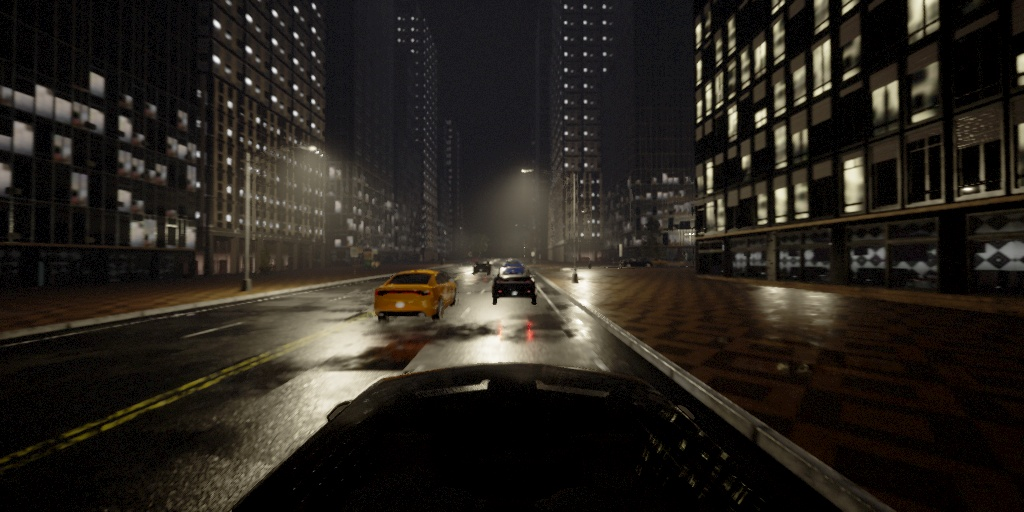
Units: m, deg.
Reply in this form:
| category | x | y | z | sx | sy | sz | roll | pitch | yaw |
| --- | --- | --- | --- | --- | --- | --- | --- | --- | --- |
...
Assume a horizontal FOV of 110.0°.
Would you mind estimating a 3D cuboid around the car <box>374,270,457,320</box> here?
| category | x | y | z | sx | sy | sz | roll | pitch | yaw |
| --- | --- | --- | --- | --- | --- | --- | --- | --- | --- |
| car | -3.153 | 1.222 | 12.588 | 1.882 | 1.535 | 5.008 | 0 | 0 | 0 |

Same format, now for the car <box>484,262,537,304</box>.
| category | x | y | z | sx | sy | sz | roll | pitch | yaw |
| --- | --- | --- | --- | --- | --- | --- | --- | --- | --- |
| car | 0.097 | 1.223 | 16.151 | 2.128 | 1.511 | 4.902 | 0 | 0 | 0 |

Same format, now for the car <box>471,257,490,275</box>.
| category | x | y | z | sx | sy | sz | roll | pitch | yaw |
| --- | --- | --- | --- | --- | --- | --- | --- | --- | --- |
| car | -3.147 | 1.204 | 38.921 | 2.128 | 1.511 | 4.902 | 0 | 0 | 0 |

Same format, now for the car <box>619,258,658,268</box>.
| category | x | y | z | sx | sy | sz | roll | pitch | yaw |
| --- | --- | --- | --- | --- | --- | --- | --- | --- | --- |
| car | 16.695 | 0.929 | 48.248 | 4.403 | 1.370 | 2.007 | 0 | 0 | -1 |

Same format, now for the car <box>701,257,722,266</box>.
| category | x | y | z | sx | sy | sz | roll | pitch | yaw |
| --- | --- | --- | --- | --- | --- | --- | --- | --- | --- |
| car | 27.812 | 0.827 | 48.390 | 4.207 | 1.307 | 1.802 | 0 | 0 | -1 |

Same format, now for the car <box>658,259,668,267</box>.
| category | x | y | z | sx | sy | sz | roll | pitch | yaw |
| --- | --- | --- | --- | --- | --- | --- | --- | --- | --- |
| car | 21.978 | 0.962 | 56.695 | 4.829 | 1.417 | 1.751 | 0 | 0 | -1 |
